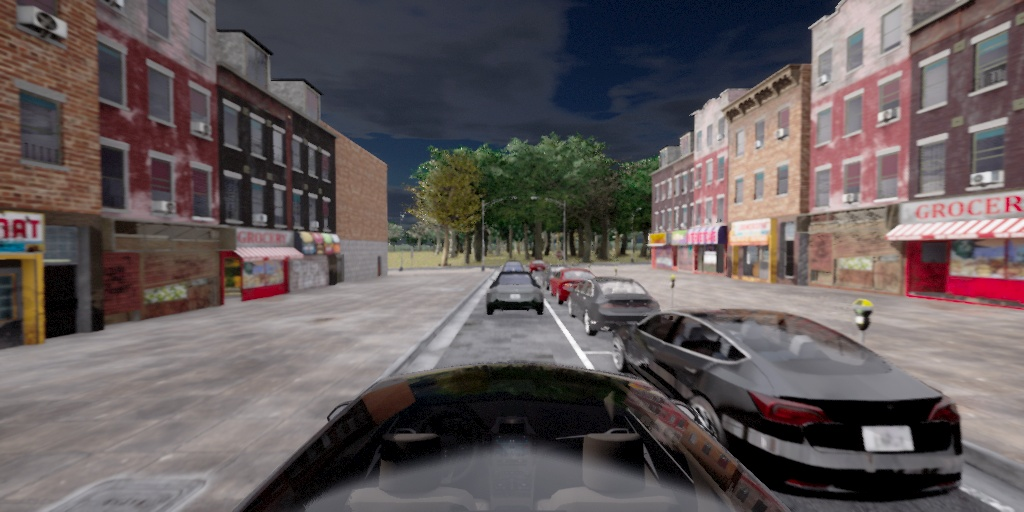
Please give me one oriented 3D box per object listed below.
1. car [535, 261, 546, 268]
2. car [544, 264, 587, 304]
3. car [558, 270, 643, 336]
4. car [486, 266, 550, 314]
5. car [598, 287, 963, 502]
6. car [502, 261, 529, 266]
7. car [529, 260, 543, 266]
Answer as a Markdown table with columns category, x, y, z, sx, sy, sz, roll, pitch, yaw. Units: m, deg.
| category | x | y | z | sx | sy | sz | roll | pitch | yaw |
| --- | --- | --- | --- | --- | --- | --- | --- | --- | --- |
| car | 2.636 | 1.161 | 20.806 | 2.007 | 1.370 | 4.403 | 0 | 0 | 0 |
| car | 2.636 | 1.193 | 15.400 | 1.888 | 1.381 | 4.507 | 0 | 0 | 0 |
| car | 2.636 | 1.238 | 9.994 | 2.007 | 1.370 | 4.403 | 0 | 0 | 0 |
| car | 0.099 | 1.227 | 13.311 | 1.994 | 1.385 | 4.181 | 0 | 0 | 0 |
| car | 2.636 | 1.294 | 4.588 | 1.948 | 1.339 | 4.313 | 0 | 0 | 0 |
| car | 0.099 | 1.096 | 30.191 | 2.033 | 1.411 | 5.357 | 0 | 0 | 0 |
| car | 2.636 | 1.050 | 37.025 | 1.888 | 1.381 | 4.507 | 0 | 0 | 0 |
